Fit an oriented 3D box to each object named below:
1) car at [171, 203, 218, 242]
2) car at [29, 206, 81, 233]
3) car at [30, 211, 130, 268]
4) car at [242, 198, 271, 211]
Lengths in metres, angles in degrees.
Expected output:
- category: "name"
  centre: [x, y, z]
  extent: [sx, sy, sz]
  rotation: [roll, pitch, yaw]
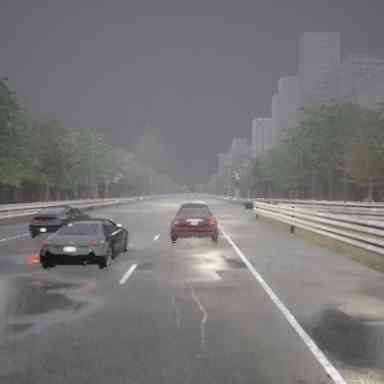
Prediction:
- category: "car"
  centre: [0.106, 1.346, 16.346]
  extent: [2.097, 1.767, 4.553]
  rotation: [0, 0, 0]
- category: "car"
  centre: [-6.894, 1.498, 17.822]
  extent: [1.837, 1.490, 4.892]
  rotation: [0, 0, 0]
- category: "car"
  centre: [-3.397, 1.560, 11.256]
  extent: [1.994, 1.385, 4.181]
  rotation: [0, 0, 0]
- category: "car"
  centre: [7.807, 1.535, 40.585]
  extent: [2.128, 1.511, 4.902]
  rotation: [0, 0, -19]
